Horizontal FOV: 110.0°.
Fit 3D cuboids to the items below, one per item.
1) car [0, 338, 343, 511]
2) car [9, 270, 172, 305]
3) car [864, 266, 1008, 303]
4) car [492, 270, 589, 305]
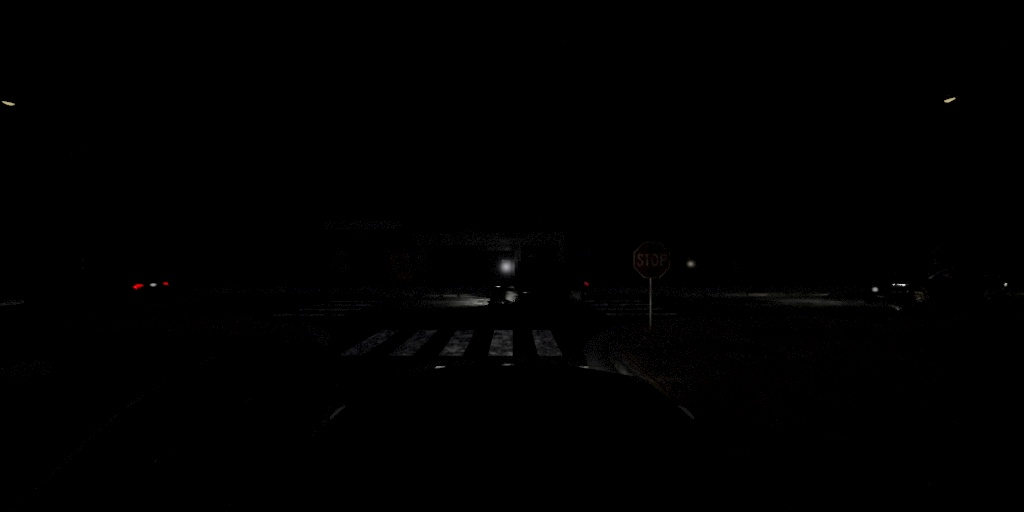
[{"bbox_3d":[-2.638,1.316,2.149,1.948,1.339,4.313,0,0,0],"label":"car"},{"bbox_3d":[-18.370,1.340,15.833,5.357,1.411,2.033,0,0,-1],"label":"car"},{"bbox_3d":[18.321,1.200,15.652,4.902,1.511,2.128,0,0,0],"label":"car"},{"bbox_3d":[1.234,1.307,15.690,4.181,1.385,1.994,0,0,0],"label":"car"}]
